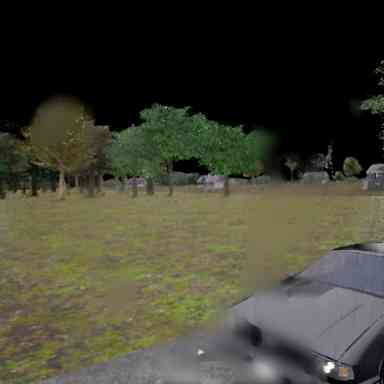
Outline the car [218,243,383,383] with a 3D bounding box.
[{"bbox_3d":[2.960,1.563,5.179,5.357,1.411,2.033,0,0,-35],"label":"car"}]
